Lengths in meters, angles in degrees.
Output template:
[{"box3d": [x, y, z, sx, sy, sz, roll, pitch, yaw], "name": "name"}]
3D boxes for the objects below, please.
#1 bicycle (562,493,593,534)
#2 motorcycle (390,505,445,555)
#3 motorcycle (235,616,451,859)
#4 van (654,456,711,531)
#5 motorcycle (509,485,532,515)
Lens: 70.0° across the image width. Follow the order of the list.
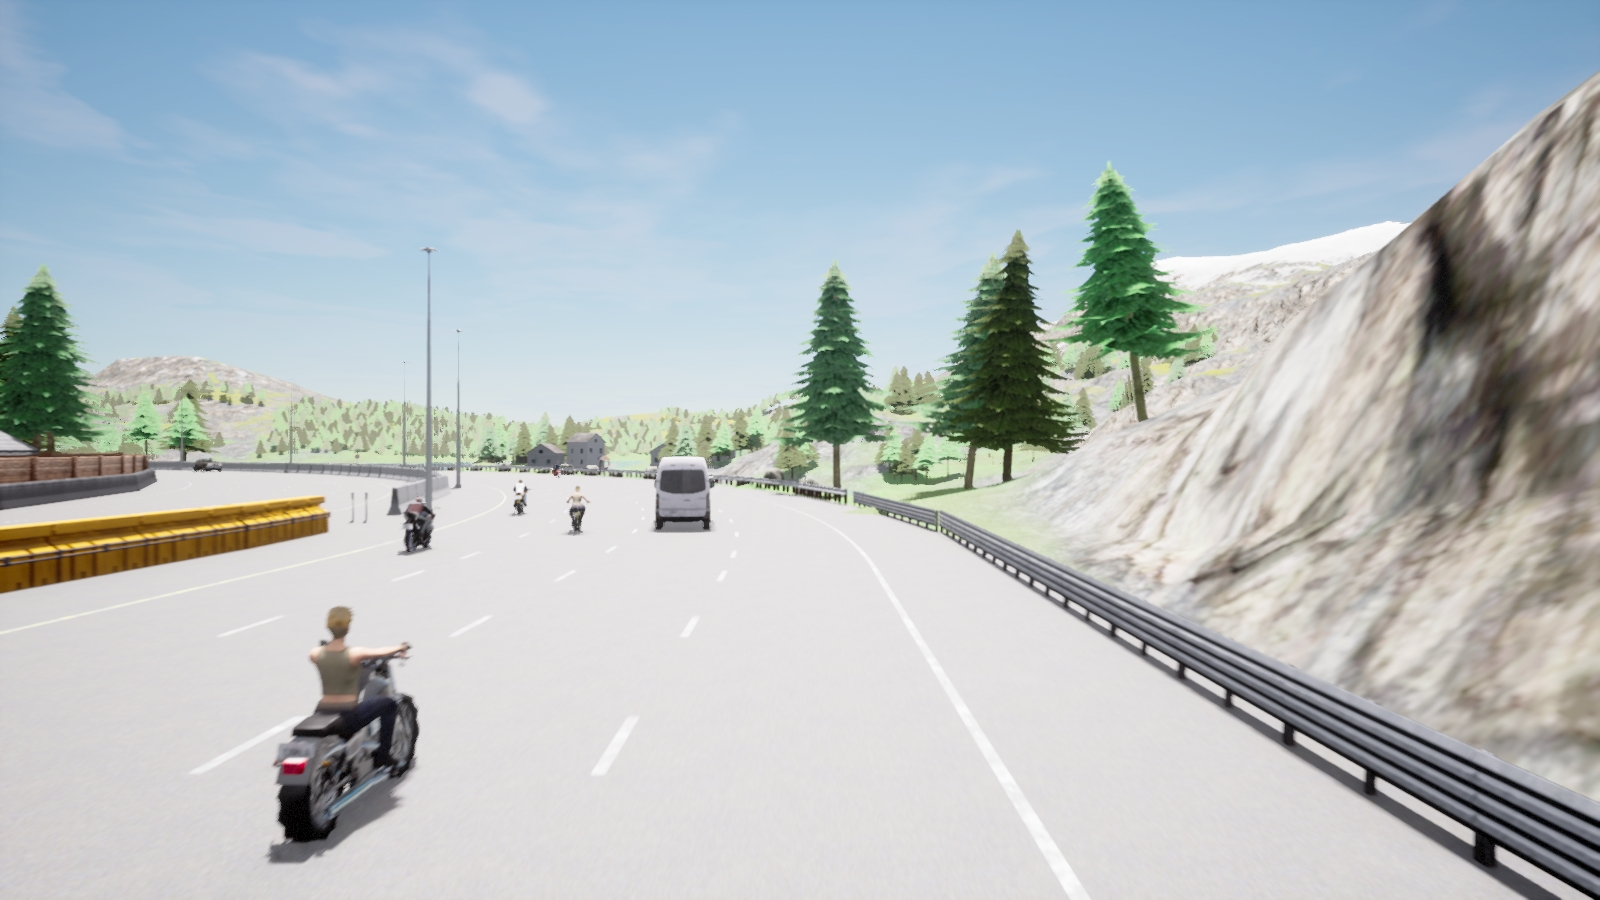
[{"box3d": [-7.531, 2.150, 38.721, 0.859, 1.295, 1.487, 0, 0, -4], "name": "bicycle"}, {"box3d": [-10.663, 2.206, 31.922, 0.867, 1.251, 2.209, 0, 0, -2], "name": "motorcycle"}, {"box3d": [-3.499, 2.146, 9.023, 0.764, 1.325, 2.356, 0, 0, 0], "name": "motorcycle"}, {"box3d": [-4.346, 1.536, 42.669, 1.988, 2.561, 5.915, 0, 0, -5], "name": "van"}, {"box3d": [-12.233, 2.178, 50.058, 0.803, 1.217, 2.033, -1, 0, -8], "name": "motorcycle"}]
